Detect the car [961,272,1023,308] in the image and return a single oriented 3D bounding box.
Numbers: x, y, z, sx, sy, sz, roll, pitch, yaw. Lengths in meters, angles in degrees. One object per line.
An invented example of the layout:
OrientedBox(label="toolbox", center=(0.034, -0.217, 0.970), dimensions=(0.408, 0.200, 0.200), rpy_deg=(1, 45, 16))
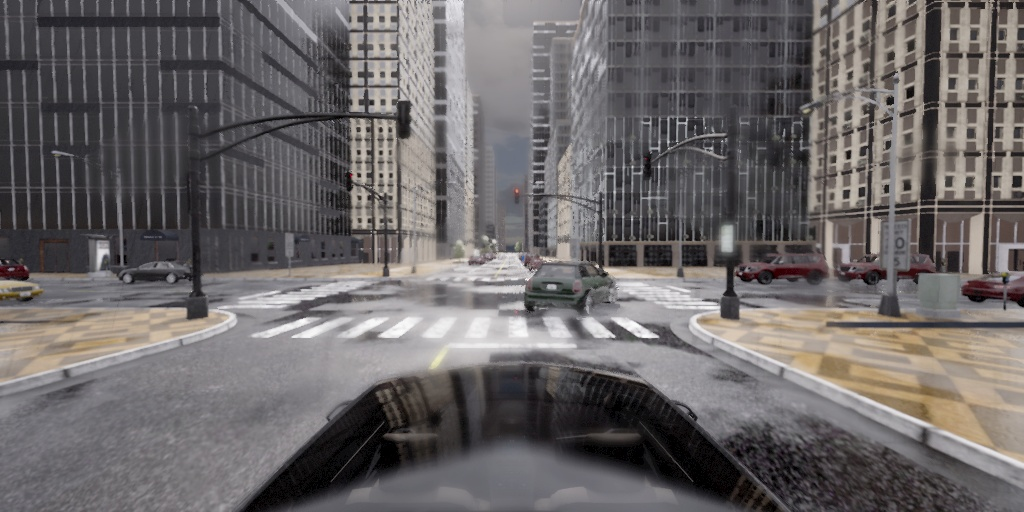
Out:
OrientedBox(label="car", center=(20.188, 1.267, 13.963), dimensions=(4.207, 1.307, 1.802), rpy_deg=(0, 0, 0))

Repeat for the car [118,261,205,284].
OrientedBox(label="car", center=(-21.436, 0.960, 22.030), dimensions=(4.403, 1.370, 2.007), rpy_deg=(0, 0, 0))

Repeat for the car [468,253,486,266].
OrientedBox(label="car", center=(-5.283, 0.549, 52.788), dimensions=(1.967, 1.591, 4.097), rpy_deg=(0, 0, 0))

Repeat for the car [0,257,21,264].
OrientedBox(label="car", center=(-32.552, 0.835, 21.941), dimensions=(4.097, 1.591, 1.967), rpy_deg=(0, 0, 0))

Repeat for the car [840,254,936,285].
OrientedBox(label="car", center=(22.906, 0.783, 22.104), dimensions=(5.009, 1.841, 2.192), rpy_deg=(0, 0, 0))

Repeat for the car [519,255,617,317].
OrientedBox(label="car", center=(2.256, 0.961, 12.909), dimensions=(2.097, 1.767, 4.553), rpy_deg=(1, 1, 29))

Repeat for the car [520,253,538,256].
OrientedBox(label="car", center=(2.582, 0.493, 47.284), dimensions=(2.192, 1.841, 5.009), rpy_deg=(0, 0, 0))

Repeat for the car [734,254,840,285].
OrientedBox(label="car", center=(16.574, 0.775, 22.093), dimensions=(5.009, 1.841, 2.192), rpy_deg=(0, 0, 0))

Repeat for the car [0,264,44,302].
OrientedBox(label="car", center=(-21.253, 1.155, 13.894), dimensions=(4.829, 1.417, 1.751), rpy_deg=(0, 0, 0))

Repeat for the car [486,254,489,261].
OrientedBox(label="car", center=(-5.279, 0.621, 58.313), dimensions=(1.802, 1.307, 4.207), rpy_deg=(0, 0, 0))
